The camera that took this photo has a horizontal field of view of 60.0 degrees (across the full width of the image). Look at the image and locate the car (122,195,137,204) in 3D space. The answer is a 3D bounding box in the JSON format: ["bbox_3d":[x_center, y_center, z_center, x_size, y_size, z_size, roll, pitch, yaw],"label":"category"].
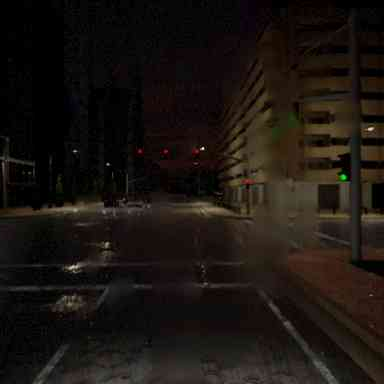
[{"bbox_3d":[-12.350,1.504,65.870,2.097,1.767,4.553,0,0,-1],"label":"car"}]

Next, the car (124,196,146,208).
[{"bbox_3d":[-8.460,1.713,49.853,1.895,1.301,4.718,0,0,-1],"label":"car"}]

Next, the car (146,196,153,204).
[{"bbox_3d":[-8.854,1.640,65.923,2.128,1.511,4.902,0,0,-1],"label":"car"}]

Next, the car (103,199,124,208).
[{"bbox_3d":[-11.957,1.720,49.736,1.895,1.301,4.718,0,0,-1],"label":"car"}]
